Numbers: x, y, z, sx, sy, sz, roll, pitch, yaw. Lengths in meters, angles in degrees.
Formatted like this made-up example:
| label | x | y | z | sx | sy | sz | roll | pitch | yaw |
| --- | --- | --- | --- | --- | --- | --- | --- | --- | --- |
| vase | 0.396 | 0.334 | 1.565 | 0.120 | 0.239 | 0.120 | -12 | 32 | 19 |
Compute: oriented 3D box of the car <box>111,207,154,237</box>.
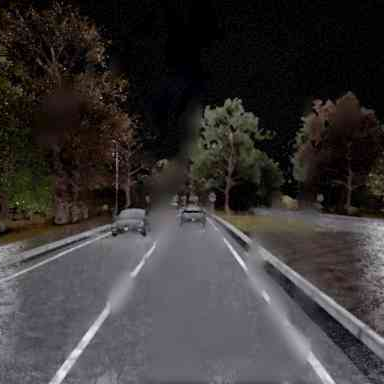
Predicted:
| label | x | y | z | sx | sy | sz | roll | pitch | yaw |
| --- | --- | --- | --- | --- | --- | --- | --- | --- | --- |
| car | -3.347 | 1.683 | 19.387 | 1.837 | 1.490 | 4.892 | 0 | -1 | 0 |

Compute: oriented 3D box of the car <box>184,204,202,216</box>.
| label | x | y | z | sx | sy | sz | roll | pitch | yaw |
| --- | --- | --- | --- | --- | --- | --- | --- | --- | --- |
| car | 0.105 | 2.279 | 42.821 | 2.128 | 1.511 | 4.902 | 0 | -2 | 0 |

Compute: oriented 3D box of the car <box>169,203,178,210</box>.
| label | x | y | z | sx | sy | sz | roll | pitch | yaw |
| --- | --- | --- | --- | --- | --- | --- | --- | --- | --- |
| car | -3.266 | 2.756 | 61.700 | 1.812 | 1.442 | 4.674 | 0 | -8 | 1 |

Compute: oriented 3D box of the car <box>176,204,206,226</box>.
| label | x | y | z | sx | sy | sz | roll | pitch | yaw |
| --- | --- | --- | --- | --- | --- | --- | --- | --- | --- |
| car | 0.103 | 1.804 | 26.138 | 2.128 | 1.511 | 4.902 | 0 | -1 | 0 |
